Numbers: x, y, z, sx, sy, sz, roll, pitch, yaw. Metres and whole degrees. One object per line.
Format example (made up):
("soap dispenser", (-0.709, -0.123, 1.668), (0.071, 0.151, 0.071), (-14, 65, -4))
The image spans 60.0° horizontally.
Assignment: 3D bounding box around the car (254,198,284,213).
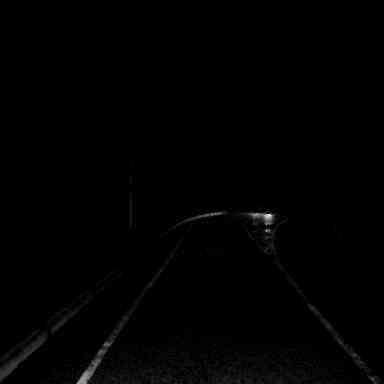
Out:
("car", (8.574, 1.471, 36.784), (1.837, 1.490, 4.892), (-1, 0, 38))
